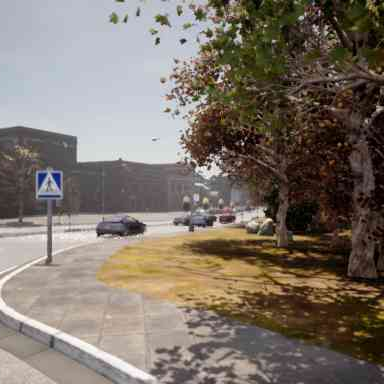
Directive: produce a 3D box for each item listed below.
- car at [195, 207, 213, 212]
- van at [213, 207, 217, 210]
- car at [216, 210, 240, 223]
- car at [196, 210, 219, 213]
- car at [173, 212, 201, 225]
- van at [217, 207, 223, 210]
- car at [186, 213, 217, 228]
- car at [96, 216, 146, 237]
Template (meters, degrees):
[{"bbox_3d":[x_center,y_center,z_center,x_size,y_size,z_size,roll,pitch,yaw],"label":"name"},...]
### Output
[{"bbox_3d":[2.305,4.657,77.800,2.435,2.045,5.566,0,-2,20],"label":"car"},{"bbox_3d":[4.136,4.878,82.937,1.878,1.987,4.442,0,-2,20],"label":"van"},{"bbox_3d":[5.826,4.103,53.371,1.882,1.535,5.008,0,-2,19],"label":"car"},{"bbox_3d":[2.516,4.145,53.756,2.033,1.411,5.357,0,-2,19],"label":"car"},{"bbox_3d":[-0.793,3.718,44.175,2.033,1.411,5.357,0,-3,20],"label":"car"},{"bbox_3d":[5.998,5.073,88.159,1.878,1.987,4.442,0,-2,20],"label":"van"},{"bbox_3d":[1.281,3.563,40.380,1.994,1.385,4.181,0,-4,20],"label":"car"},{"bbox_3d":[-4.699,2.304,22.668,1.994,1.385,4.181,0,-4,17],"label":"car"}]
